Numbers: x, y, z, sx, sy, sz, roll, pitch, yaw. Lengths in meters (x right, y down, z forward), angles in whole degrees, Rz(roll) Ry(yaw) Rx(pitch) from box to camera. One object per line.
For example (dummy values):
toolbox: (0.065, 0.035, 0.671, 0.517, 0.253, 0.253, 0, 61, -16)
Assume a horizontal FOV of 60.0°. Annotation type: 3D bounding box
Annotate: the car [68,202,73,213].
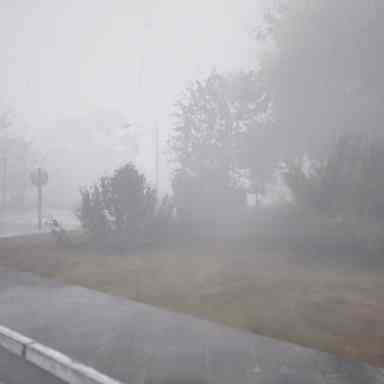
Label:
car: (-10.295, 1.180, 35.039, 2.150, 2.045, 5.566, 0, 0, 32)
